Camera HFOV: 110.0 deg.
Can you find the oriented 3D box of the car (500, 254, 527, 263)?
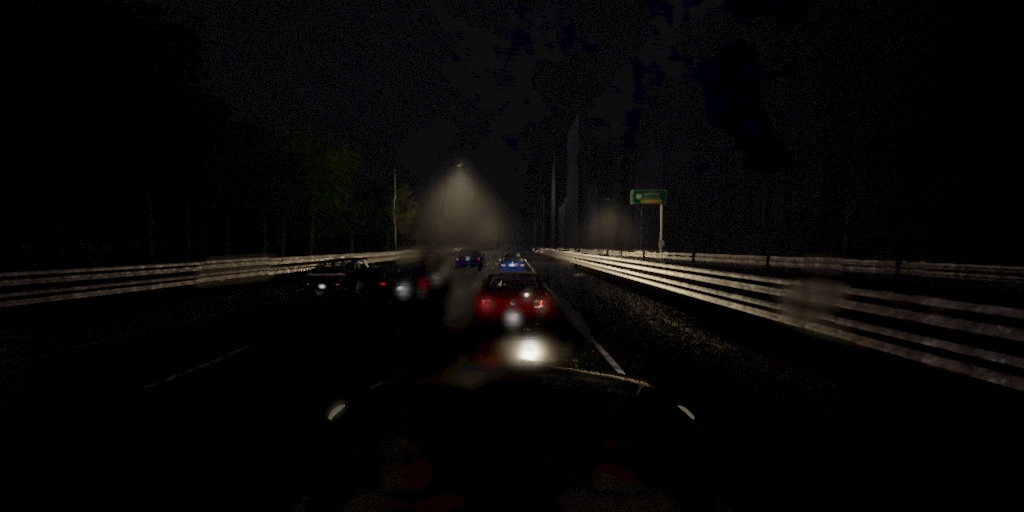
[{"bbox_3d":[0.066,0.562,25.927,2.033,1.411,5.357,0,2,0],"label":"car"}]

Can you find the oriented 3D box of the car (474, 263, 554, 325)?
[{"bbox_3d":[0.063,1.078,10.558,1.895,1.301,4.718,0,2,0],"label":"car"}]

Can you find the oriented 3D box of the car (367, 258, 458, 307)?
[{"bbox_3d":[-3.424,0.958,13.280,1.994,1.385,4.181,0,2,0],"label":"car"}]

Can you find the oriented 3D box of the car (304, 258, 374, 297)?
[{"bbox_3d":[-6.915,0.818,15.490,2.128,1.511,4.902,0,2,0],"label":"car"}]

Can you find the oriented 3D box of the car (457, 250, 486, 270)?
[{"bbox_3d":[-3.417,0.232,30.430,2.097,1.767,4.553,0,2,0],"label":"car"}]

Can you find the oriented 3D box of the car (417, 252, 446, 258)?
[{"bbox_3d":[-6.913,0.373,30.801,1.837,1.490,4.892,0,2,0],"label":"car"}]
